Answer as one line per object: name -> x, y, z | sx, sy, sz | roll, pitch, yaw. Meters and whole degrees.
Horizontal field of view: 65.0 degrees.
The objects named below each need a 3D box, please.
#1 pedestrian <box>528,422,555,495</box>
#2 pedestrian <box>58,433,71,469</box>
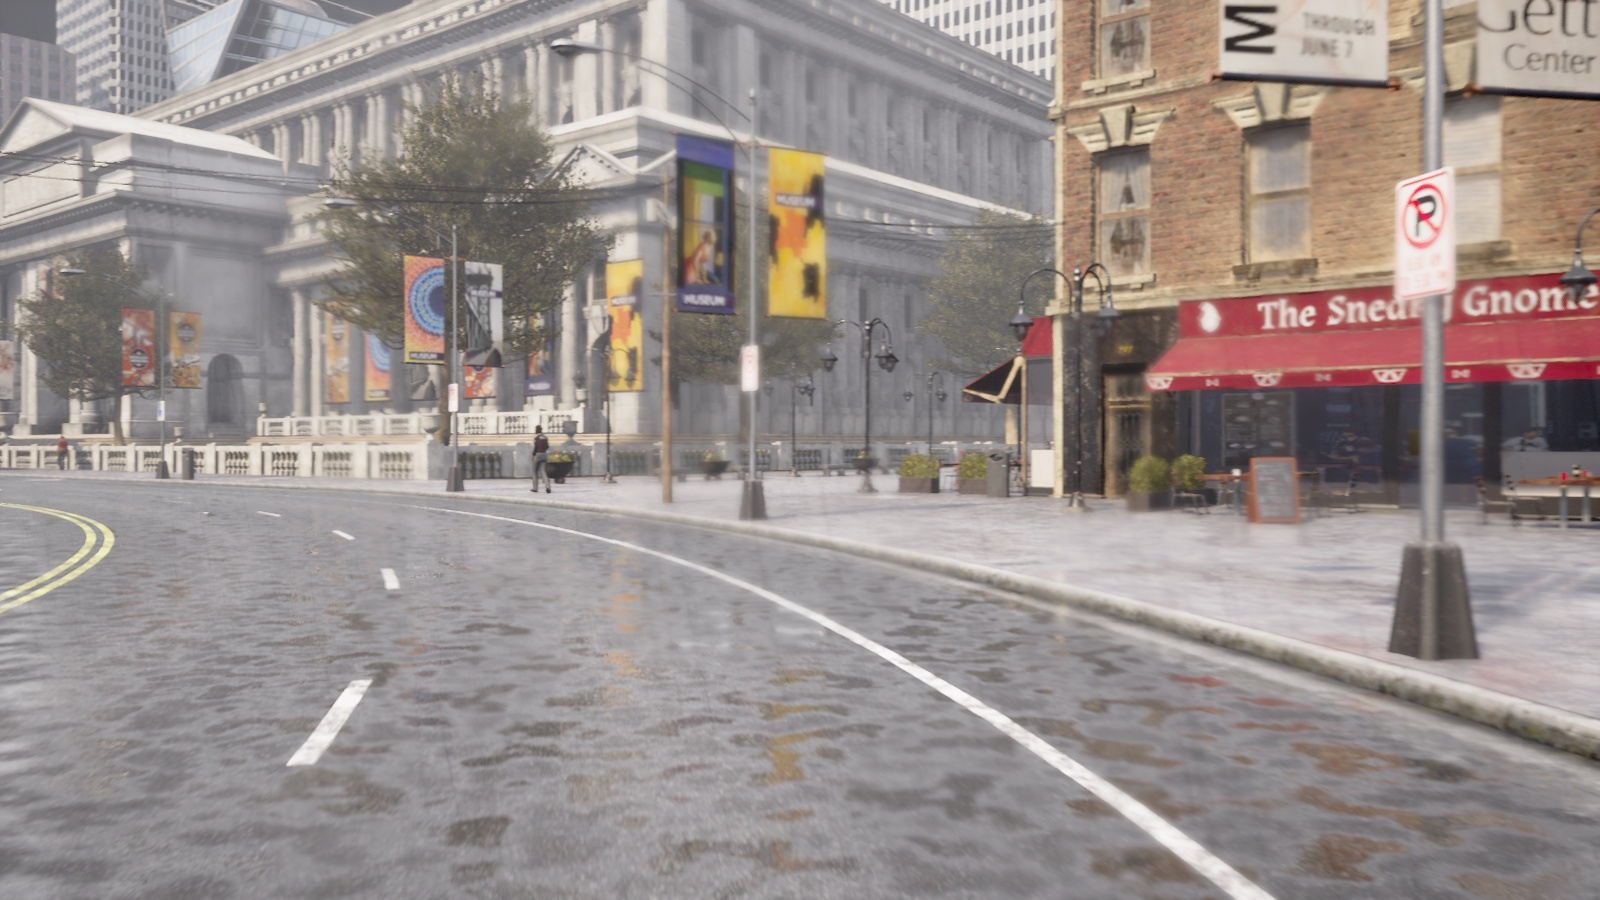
pedestrian -> -6.908, 0.216, 33.526 | 0.402, 1.930, 0.666 | 0, 0, -43
pedestrian -> -37.392, 0.056, 63.816 | 0.636, 1.846, 0.331 | 0, 0, 33
